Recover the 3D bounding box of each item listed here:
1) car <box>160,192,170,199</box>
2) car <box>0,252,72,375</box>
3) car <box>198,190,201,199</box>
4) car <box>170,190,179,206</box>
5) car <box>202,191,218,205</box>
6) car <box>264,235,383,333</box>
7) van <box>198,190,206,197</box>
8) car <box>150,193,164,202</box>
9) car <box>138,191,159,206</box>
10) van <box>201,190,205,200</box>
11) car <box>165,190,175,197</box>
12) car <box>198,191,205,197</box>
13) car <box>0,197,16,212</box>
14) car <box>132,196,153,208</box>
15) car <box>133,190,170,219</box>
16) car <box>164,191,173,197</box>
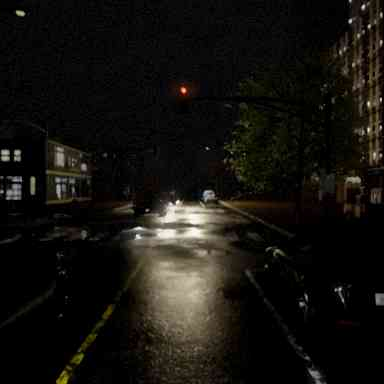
[{"bbox_3d":[-5.839,0.680,72.235,1.752,1.417,4.829,0,1,0],"label":"car"},{"bbox_3d":[-3.109,1.513,4.188,1.994,1.385,4.181,0,1,0],"label":"car"},{"bbox_3d":[2.564,0.832,61.324,2.008,1.369,4.403,0,1,0],"label":"car"},{"bbox_3d":[-3.189,0.712,43.508,2.150,2.045,5.566,0,0,0],"label":"car"},{"bbox_3d":[2.599,0.999,44.841,1.752,1.417,4.829,0,1,0],"label":"car"},{"bbox_3d":[2.679,1.486,6.645,1.947,1.339,4.313,0,1,0],"label":"car"},{"bbox_3d":[2.519,0.364,83.524,1.690,1.788,3.998,0,1,0],"label":"van"},{"bbox_3d":[-5.805,0.897,55.753,2.008,1.369,4.403,0,1,0],"label":"car"},{"bbox_3d":[-5.780,0.791,44.649,2.192,1.841,5.009,0,1,0],"label":"car"},{"bbox_3d":[2.588,0.751,50.220,1.690,1.788,3.998,0,1,0],"label":"van"},{"bbox_3d":[-5.874,0.274,89.054,2.192,1.841,5.009,0,1,0],"label":"car"},{"bbox_3d":[2.506,0.481,89.246,1.752,1.417,4.829,0,1,0],"label":"car"},{"bbox_3d":[-17.328,1.040,28.078,4.507,1.381,1.887,1,0,-1],"label":"car"},{"bbox_3d":[-5.770,1.123,39.101,1.802,1.307,4.206,0,1,0],"label":"car"},{"bbox_3d":[-3.155,0.915,26.177,2.150,2.045,5.566,0,0,0],"label":"car"},{"bbox_3d":[-5.863,0.574,83.506,2.008,1.369,4.403,0,1,0],"label":"car"}]
